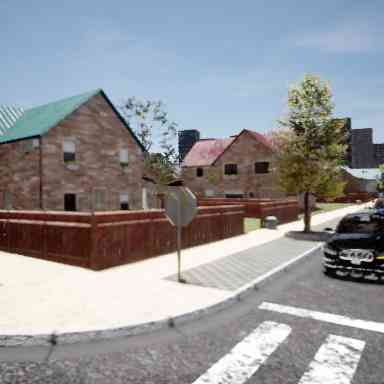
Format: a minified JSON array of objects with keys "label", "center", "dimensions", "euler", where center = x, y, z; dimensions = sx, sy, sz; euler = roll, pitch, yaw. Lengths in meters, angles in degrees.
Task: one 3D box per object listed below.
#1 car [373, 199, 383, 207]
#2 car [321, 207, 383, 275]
[{"label":"car","center":[10.801,1.171,18.088],"dimensions":[2.097,1.767,4.553],"euler":[-1,0,35]},{"label":"car","center":[5.279,1.410,10.004],"dimensions":[1.837,1.490,4.892],"euler":[-1,0,34]}]
